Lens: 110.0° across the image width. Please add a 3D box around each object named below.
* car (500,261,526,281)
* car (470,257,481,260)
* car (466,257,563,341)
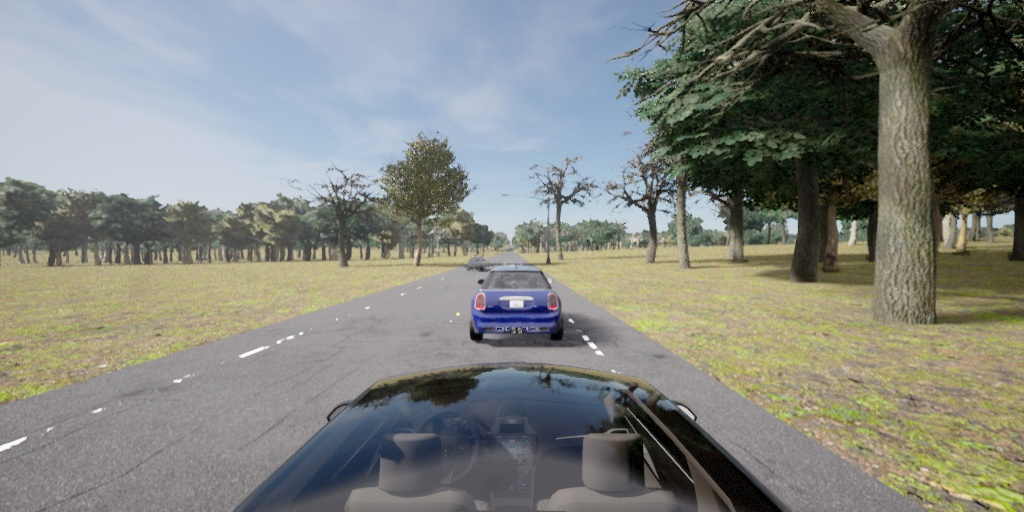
[{"bbox_3d":[0.068,1.071,27.919,1.895,1.301,4.718,0,1,0],"label":"car"},{"bbox_3d":[-3.643,0.854,37.437,1.837,1.490,4.892,0,1,0],"label":"car"},{"bbox_3d":[0.088,1.027,9.815,2.097,1.767,4.553,0,1,0],"label":"car"}]
